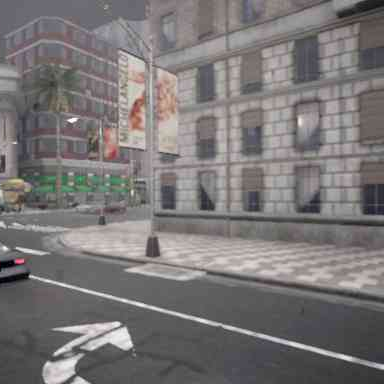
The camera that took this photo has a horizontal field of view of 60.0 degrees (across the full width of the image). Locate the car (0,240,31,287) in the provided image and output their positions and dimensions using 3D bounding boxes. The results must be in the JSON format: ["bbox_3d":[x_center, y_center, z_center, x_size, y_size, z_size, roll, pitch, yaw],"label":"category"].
[{"bbox_3d":[-6.209,1.651,8.574,5.357,1.411,2.033,-1,0,38],"label":"car"}]

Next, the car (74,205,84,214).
[{"bbox_3d":[-12.286,1.878,41.090,1.812,1.442,4.674,-1,0,37],"label":"car"}]

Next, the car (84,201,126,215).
[{"bbox_3d":[-9.752,1.843,38.629,1.812,1.442,4.674,-1,0,37],"label":"car"}]
